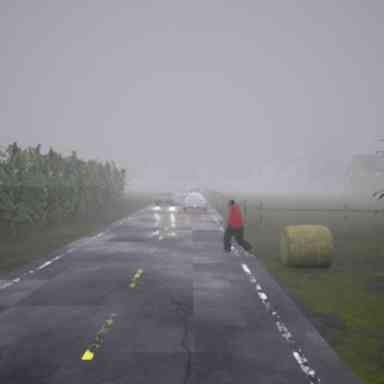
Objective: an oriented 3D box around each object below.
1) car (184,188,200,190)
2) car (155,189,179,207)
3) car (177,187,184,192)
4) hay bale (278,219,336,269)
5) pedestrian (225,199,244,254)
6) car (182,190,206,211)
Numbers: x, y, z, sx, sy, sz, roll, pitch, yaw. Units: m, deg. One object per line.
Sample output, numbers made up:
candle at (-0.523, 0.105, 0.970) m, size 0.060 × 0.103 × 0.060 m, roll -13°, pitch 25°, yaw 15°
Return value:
car at (0.350, 0.205, 45.401) m, size 2.097 × 1.767 × 4.553 m, roll 0°, pitch 2°, yaw 1°
car at (-2.647, 0.650, 33.888) m, size 1.837 × 1.490 × 4.892 m, roll 0°, pitch 1°, yaw 0°
car at (-2.309, -0.430, 74.690) m, size 1.994 × 1.385 × 4.181 m, roll 0°, pitch 2°, yaw 0°
hay bale at (3.173, 1.422, 9.343) m, size 1.220 × 1.180 × 1.240 m, roll -1°, pitch 1°, yaw 0°
pedestrian at (1.319, 1.033, 10.369) m, size 0.375 × 1.860 × 0.375 m, roll 1°, pitch 1°, yaw -3°
car at (0.246, 0.798, 28.911) m, size 1.812 × 1.442 × 4.674 m, roll 0°, pitch 2°, yaw 1°
